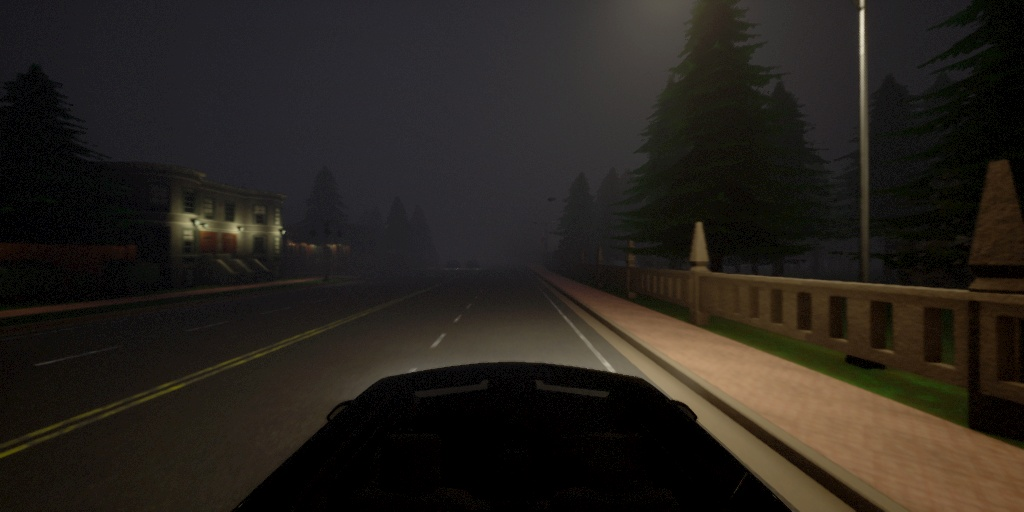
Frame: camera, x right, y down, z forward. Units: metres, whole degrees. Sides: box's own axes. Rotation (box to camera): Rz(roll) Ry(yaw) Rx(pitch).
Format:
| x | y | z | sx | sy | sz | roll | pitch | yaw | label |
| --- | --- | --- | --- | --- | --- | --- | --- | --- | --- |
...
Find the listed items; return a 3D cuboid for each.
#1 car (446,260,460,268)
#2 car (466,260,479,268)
| x | y | z | sx | sy | sz | roll | pitch | yaw | label |
| --- | --- | --- | --- | --- | --- | --- | --- | --- | --- |
| -10.501 | 1.434 | 64.184 | 1.812 | 1.442 | 4.674 | 0 | 0 | 0 | car |
| -7.002 | 1.386 | 64.174 | 1.882 | 1.535 | 5.008 | 0 | 0 | 0 | car |
